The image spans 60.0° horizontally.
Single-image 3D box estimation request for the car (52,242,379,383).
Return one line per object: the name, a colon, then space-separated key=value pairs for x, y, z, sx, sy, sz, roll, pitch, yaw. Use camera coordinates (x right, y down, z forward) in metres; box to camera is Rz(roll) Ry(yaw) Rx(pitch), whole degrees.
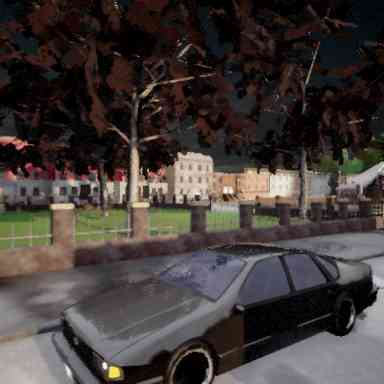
car: x=0.822 y=1.555 z=5.162 sx=5.357 sy=1.411 sz=2.033 roll=0 pitch=0 yaw=-36
